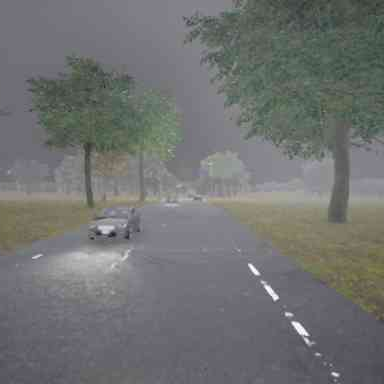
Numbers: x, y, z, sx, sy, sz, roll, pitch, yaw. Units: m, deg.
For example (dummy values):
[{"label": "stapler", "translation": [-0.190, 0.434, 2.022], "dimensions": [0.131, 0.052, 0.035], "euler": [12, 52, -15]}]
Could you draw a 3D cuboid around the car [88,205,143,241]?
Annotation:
[{"label": "car", "translation": [-3.601, 1.411, 16.332], "dimensions": [2.128, 1.511, 4.902], "euler": [0, 0, 0]}]

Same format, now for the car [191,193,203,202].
[{"label": "car", "translation": [1.215, 1.270, 69.128], "dimensions": [1.812, 1.442, 4.674], "euler": [0, 0, 0]}]

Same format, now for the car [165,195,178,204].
[{"label": "car", "translation": [-3.551, 1.261, 58.576], "dimensions": [2.128, 1.511, 4.902], "euler": [0, 0, 1]}]

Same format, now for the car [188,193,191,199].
[{"label": "car", "translation": [-0.013, 0.926, 88.558], "dimensions": [2.097, 1.767, 4.553], "euler": [0, 0, 0]}]
